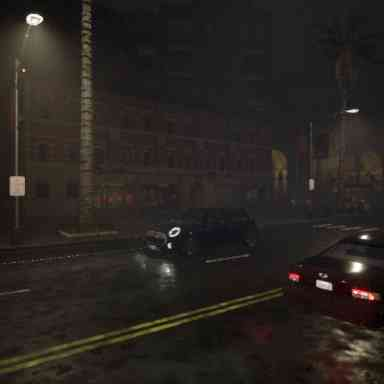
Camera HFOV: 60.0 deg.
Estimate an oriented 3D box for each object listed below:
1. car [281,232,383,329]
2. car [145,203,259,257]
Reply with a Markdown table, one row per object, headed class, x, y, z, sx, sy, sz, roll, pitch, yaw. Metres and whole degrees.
| class | x | y | z | sx | sy | sz | roll | pitch | yaw |
| --- | --- | --- | --- | --- | --- | --- | --- | --- | --- |
| car | 4.168 | 1.549 | 6.833 | 5.357 | 1.411 | 2.033 | 0 | 0 | -36 |
| car | 0.456 | 1.354 | 12.992 | 4.553 | 1.767 | 2.097 | 0 | 0 | -36 |
